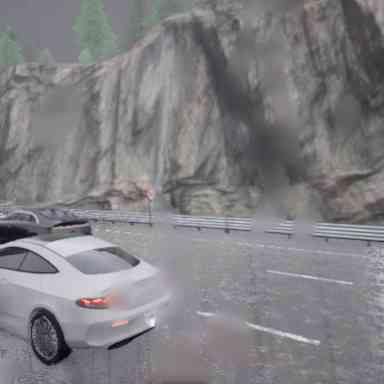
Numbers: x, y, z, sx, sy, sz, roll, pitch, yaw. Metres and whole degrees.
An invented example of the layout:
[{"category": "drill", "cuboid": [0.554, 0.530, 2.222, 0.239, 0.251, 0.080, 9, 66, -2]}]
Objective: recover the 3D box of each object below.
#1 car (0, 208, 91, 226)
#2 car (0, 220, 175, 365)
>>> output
[{"category": "car", "cuboid": [-5.782, 1.332, 12.159, 4.902, 1.511, 2.128, 0, 1, 32]}, {"category": "car", "cuboid": [-2.433, 1.449, 5.655, 4.674, 1.442, 1.812, 0, 1, 34]}]
